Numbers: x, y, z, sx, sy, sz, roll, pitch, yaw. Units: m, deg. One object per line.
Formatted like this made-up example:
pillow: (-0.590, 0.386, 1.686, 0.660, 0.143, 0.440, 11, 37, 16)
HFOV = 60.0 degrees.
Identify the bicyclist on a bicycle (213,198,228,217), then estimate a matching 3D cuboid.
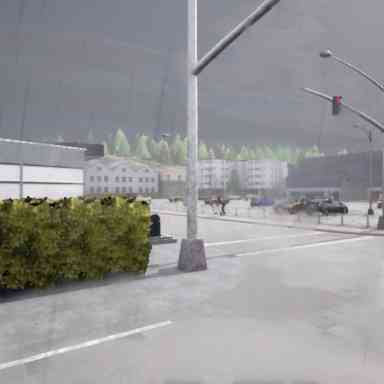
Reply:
bicyclist on a bicycle: (2.394, 1.300, 28.039, 1.656, 1.620, 0.582, 0, 0, -35)

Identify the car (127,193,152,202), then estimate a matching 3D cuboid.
car: (-9.329, 1.360, 60.572, 3.806, 1.475, 1.970, 0, 0, -35)

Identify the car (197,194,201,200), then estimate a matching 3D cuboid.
car: (1.842, 1.296, 76.876, 4.514, 1.523, 2.007, 0, 0, -35)

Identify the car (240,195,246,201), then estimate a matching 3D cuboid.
car: (13.656, 1.151, 72.827, 5.027, 1.636, 2.152, 0, 0, -35)

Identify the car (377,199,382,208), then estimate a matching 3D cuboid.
car: (25.707, 1.382, 43.066, 3.806, 1.475, 1.970, 0, 0, -35)

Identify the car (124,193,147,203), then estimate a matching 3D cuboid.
car: (-10.730, 1.076, 63.648, 3.866, 1.878, 1.905, 0, 0, -35)

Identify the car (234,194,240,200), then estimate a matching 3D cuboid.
car: (9.719, 1.230, 77.905, 3.806, 1.475, 1.970, 0, 0, -35)

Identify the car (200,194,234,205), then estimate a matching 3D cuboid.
car: (4.147, 1.296, 54.832, 4.514, 1.523, 2.007, 0, 0, -35)

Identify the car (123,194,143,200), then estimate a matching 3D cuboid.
car: (-15.646, 1.307, 87.774, 4.892, 1.490, 1.837, 0, 0, -35)

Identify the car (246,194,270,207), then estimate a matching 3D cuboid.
car: (9.830, 1.318, 46.612, 3.633, 1.501, 1.845, 0, 0, -35)

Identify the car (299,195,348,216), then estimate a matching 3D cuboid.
car: (12.152, 1.338, 29.963, 4.514, 1.523, 2.007, 0, 0, -35)

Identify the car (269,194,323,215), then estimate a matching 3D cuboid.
car: (10.314, 1.329, 32.506, 5.027, 1.636, 2.152, 0, 0, -35)

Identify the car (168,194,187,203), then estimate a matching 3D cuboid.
car: (-2.397, 1.096, 65.455, 4.605, 1.855, 1.932, 0, 0, -35)
